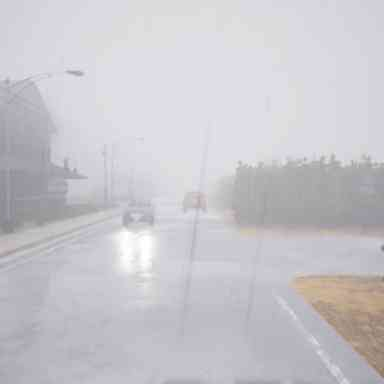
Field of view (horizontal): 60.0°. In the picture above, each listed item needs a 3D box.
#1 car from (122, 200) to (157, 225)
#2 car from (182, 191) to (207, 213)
[{"bbox_3d":[-3.353,1.265,21.766,2.128,1.511,4.902,0,1,-3],"label":"car"},{"bbox_3d":[0.252,0.886,32.244,2.150,2.045,5.566,0,1,1],"label":"car"}]
